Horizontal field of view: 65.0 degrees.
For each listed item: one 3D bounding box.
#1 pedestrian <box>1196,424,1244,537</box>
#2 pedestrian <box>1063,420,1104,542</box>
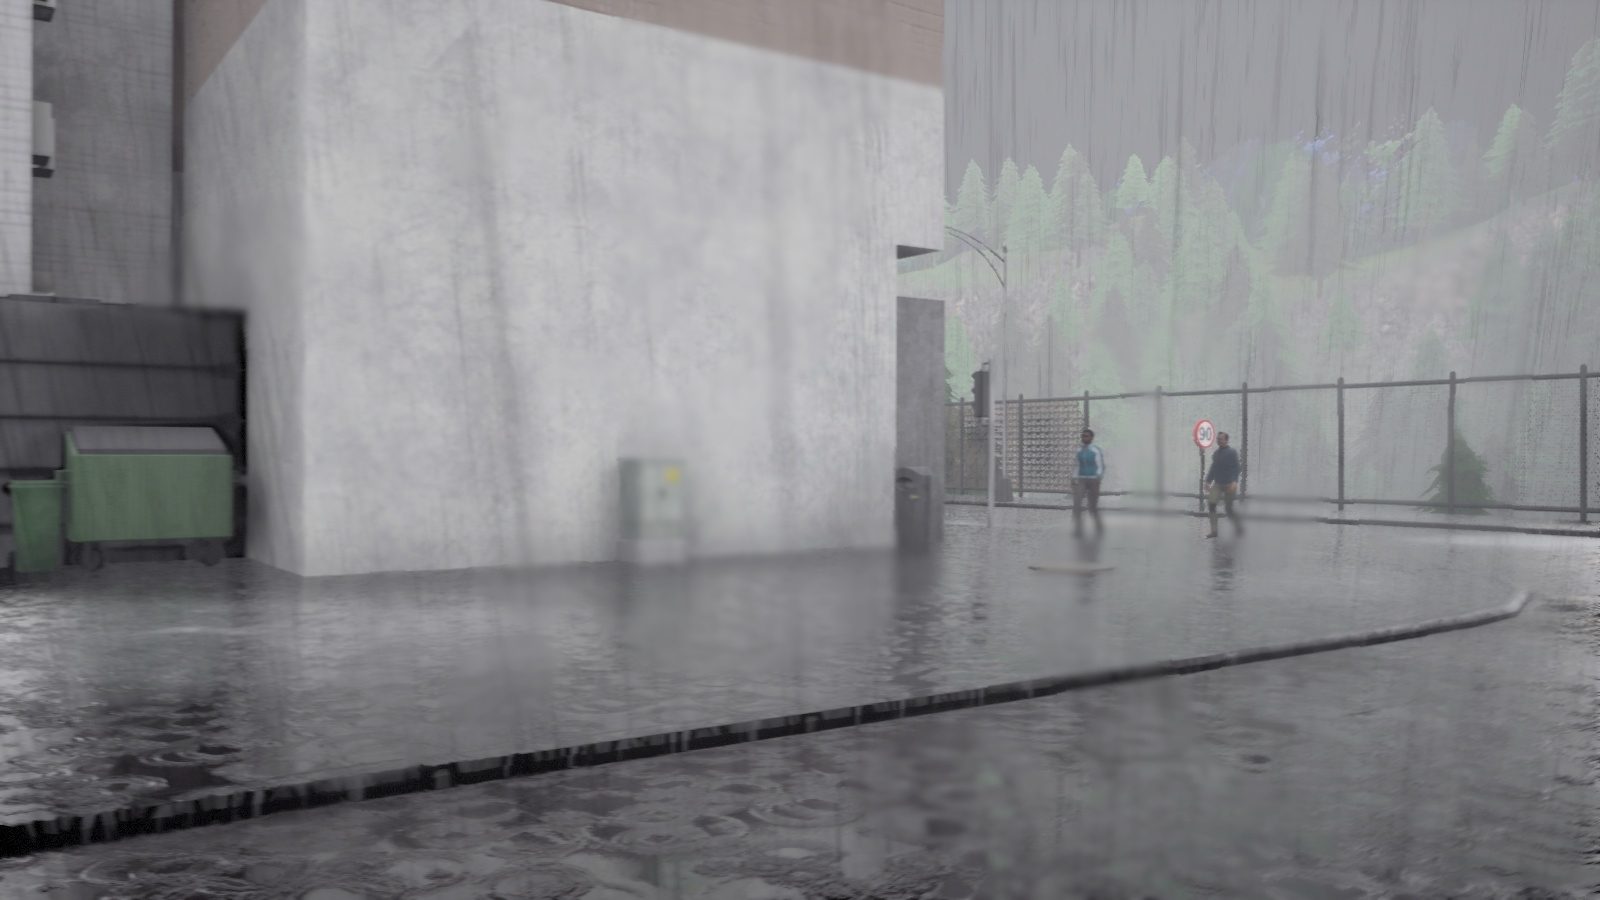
[{"bbox_3d":[6.981,0.504,20.860,0.726,1.842,0.402,0,0,-35],"label":"pedestrian"},{"bbox_3d":[4.597,0.495,20.360,0.396,1.930,0.692,0,0,37],"label":"pedestrian"}]
